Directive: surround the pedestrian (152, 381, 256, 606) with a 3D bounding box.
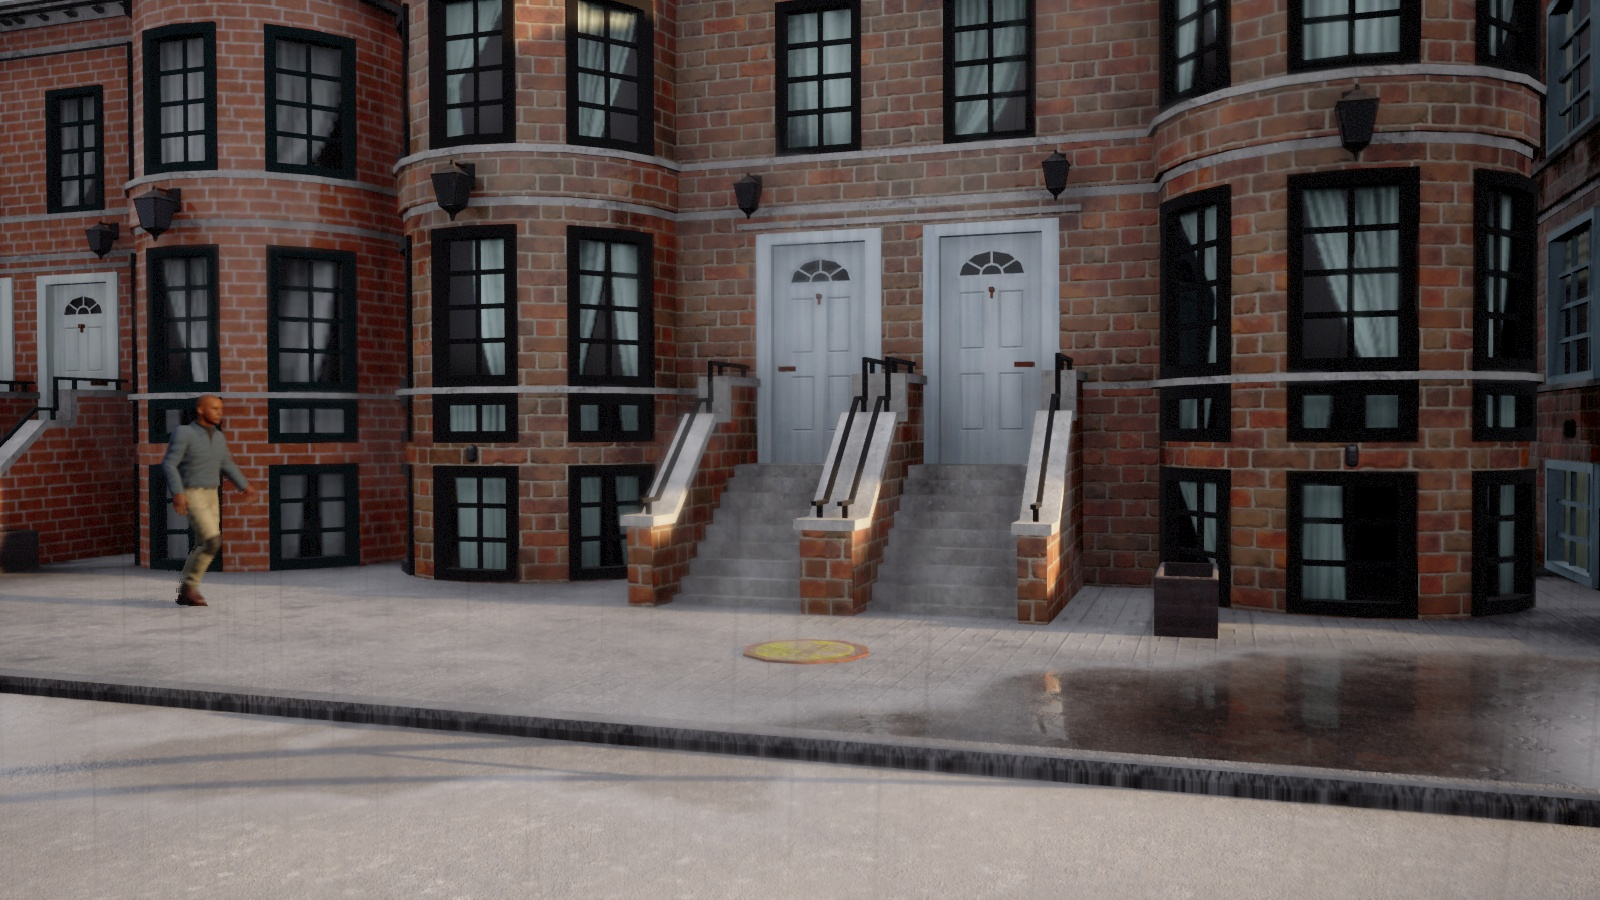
[{"bbox_3d":[-4.986,0.349,10.505,0.726,1.835,0.370,1,1,18],"label":"pedestrian"}]
